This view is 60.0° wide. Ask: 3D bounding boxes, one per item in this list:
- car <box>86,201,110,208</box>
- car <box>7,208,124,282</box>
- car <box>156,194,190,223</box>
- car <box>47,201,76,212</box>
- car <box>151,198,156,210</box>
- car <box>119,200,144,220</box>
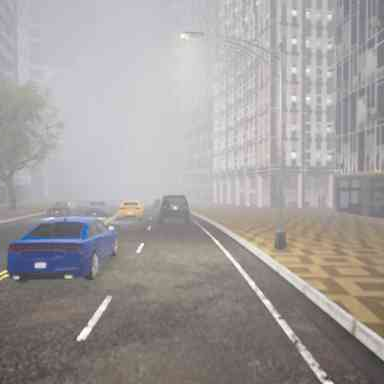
[{"bbox_3d":[-8.876,1.534,31.621,2.033,1.411,5.357,0,0,-8],"label":"car"},{"bbox_3d":[-3.467,1.471,9.849,1.882,1.535,5.008,0,0,-2],"label":"car"},{"bbox_3d":[-1.430,1.185,25.054,2.150,2.045,5.566,0,0,-6],"label":"car"},{"bbox_3d":[-12.072,1.571,30.994,1.994,1.385,4.181,0,0,-8],"label":"car"},{"bbox_3d":[-4.113,1.470,42.459,1.812,1.442,4.674,0,0,-11],"label":"car"},{"bbox_3d":[-5.089,1.451,28.130,1.882,1.535,5.008,0,0,-7],"label":"car"}]
